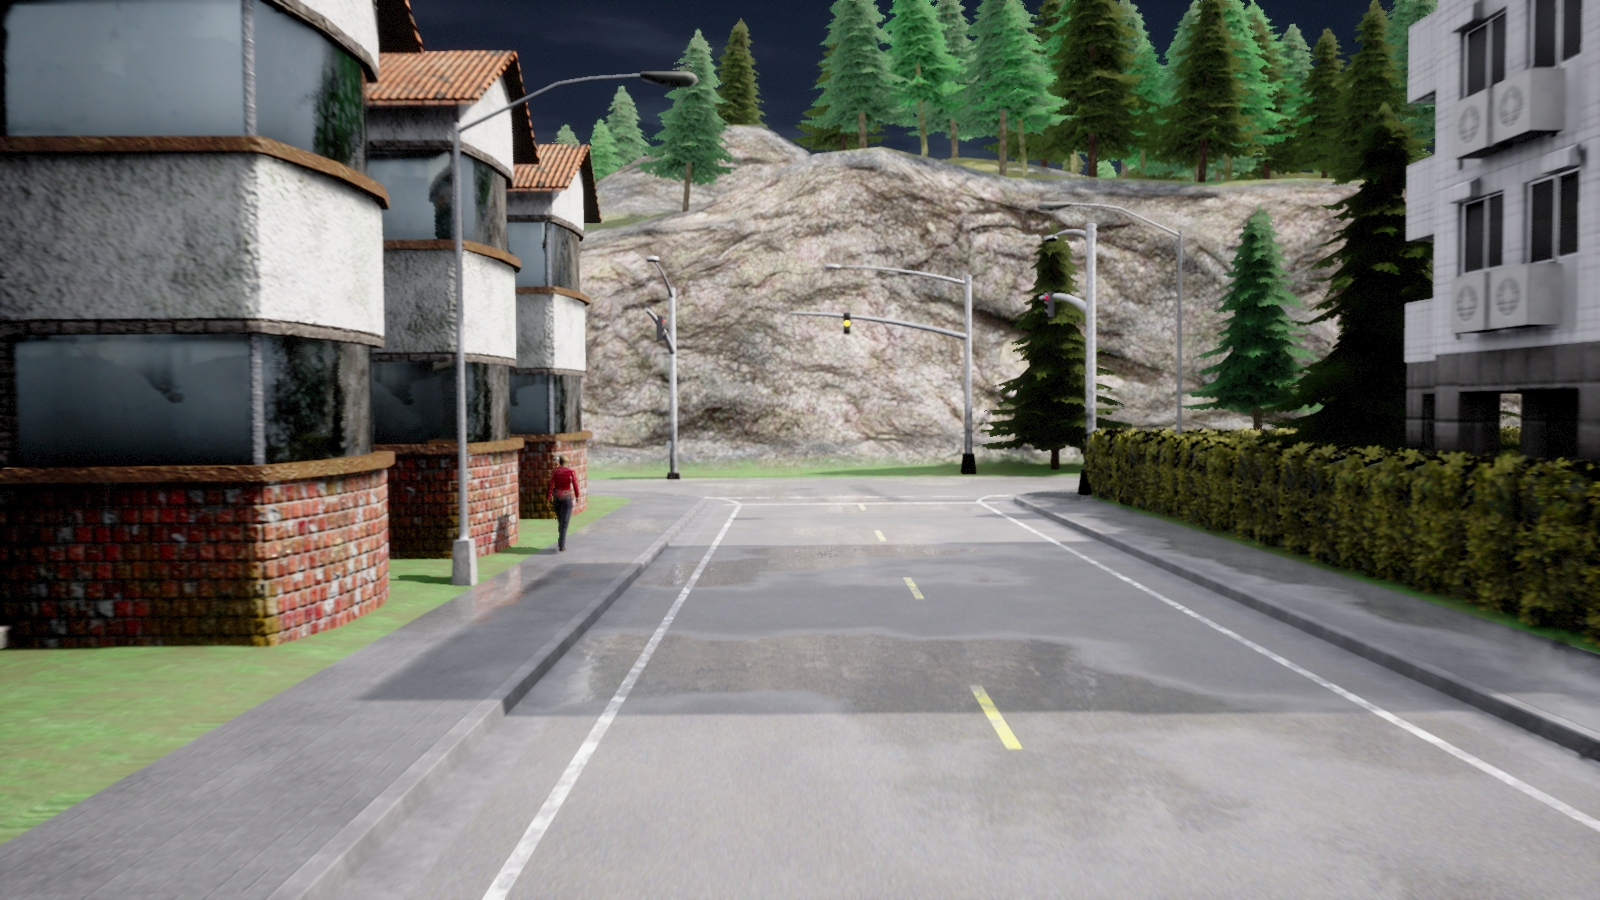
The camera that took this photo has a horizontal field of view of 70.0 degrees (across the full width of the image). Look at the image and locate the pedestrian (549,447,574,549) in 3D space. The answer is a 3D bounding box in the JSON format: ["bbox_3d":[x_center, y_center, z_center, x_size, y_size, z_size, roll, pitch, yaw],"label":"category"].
[{"bbox_3d":[-4.397,0.874,21.089,0.375,1.860,0.375,0,2,-2],"label":"pedestrian"}]
